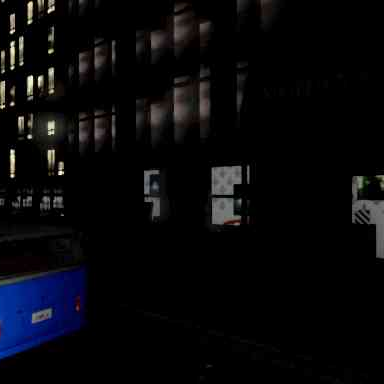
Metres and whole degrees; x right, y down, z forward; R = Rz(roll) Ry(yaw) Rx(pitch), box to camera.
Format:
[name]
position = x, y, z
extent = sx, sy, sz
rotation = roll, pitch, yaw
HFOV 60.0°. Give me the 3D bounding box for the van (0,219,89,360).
[van]
position = -3.420, 1.340, 5.321
extent = 3.998, 1.788, 1.690
rotation = 0, 0, 36
